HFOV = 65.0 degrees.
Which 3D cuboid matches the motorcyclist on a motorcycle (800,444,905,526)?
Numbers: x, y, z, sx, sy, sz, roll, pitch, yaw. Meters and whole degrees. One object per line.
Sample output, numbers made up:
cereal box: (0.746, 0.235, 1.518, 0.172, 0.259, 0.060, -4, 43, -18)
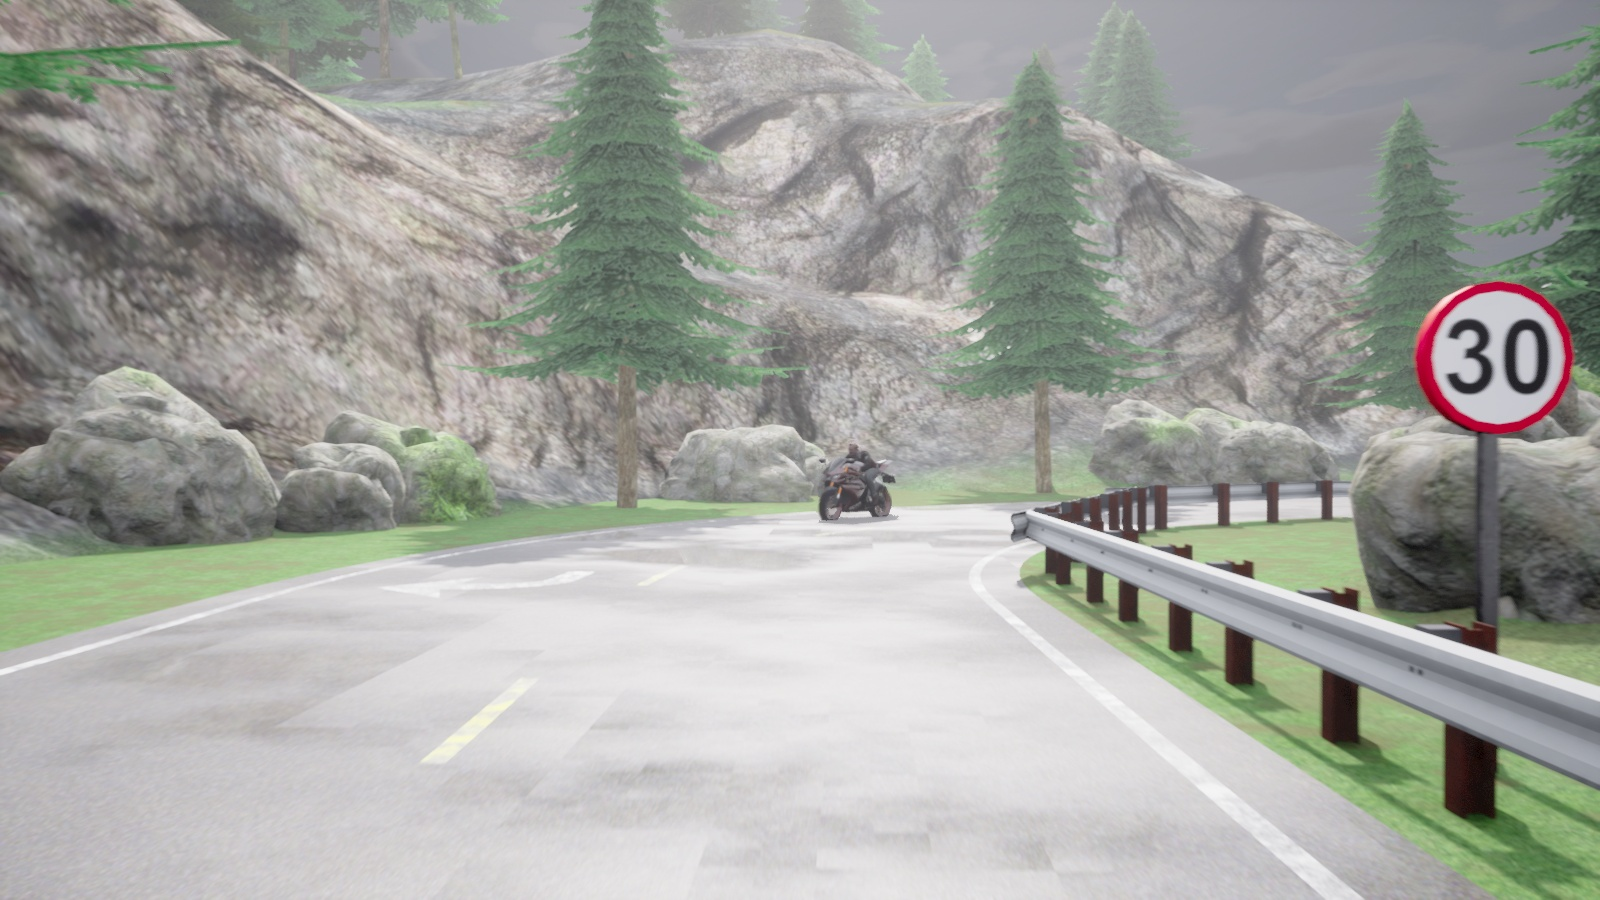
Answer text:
motorcyclist on a motorcycle: (1.039, 0.644, 24.466, 0.866, 1.530, 2.191, 1, 1, 41)
